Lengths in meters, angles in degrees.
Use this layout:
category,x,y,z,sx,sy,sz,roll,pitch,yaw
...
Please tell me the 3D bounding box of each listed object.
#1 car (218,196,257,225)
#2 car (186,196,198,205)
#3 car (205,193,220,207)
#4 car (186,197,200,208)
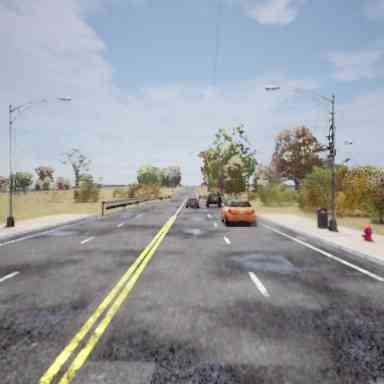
category,x,y,z,sx,sy,sz,roll,pitch,yaw
car,3.308,1.344,24.167,2.097,1.767,4.553,0,0,0
car,0.005,1.518,59.040,2.033,1.411,5.357,0,0,0
car,3.258,1.208,49.913,2.150,2.045,5.566,0,0,0
car,0.092,1.512,47.632,1.812,1.442,4.674,0,0,0
